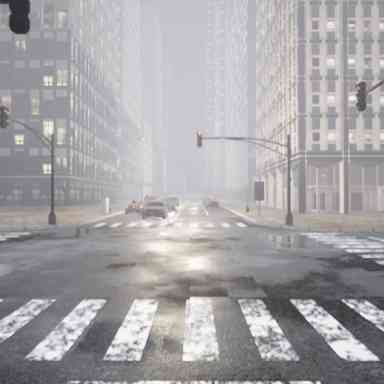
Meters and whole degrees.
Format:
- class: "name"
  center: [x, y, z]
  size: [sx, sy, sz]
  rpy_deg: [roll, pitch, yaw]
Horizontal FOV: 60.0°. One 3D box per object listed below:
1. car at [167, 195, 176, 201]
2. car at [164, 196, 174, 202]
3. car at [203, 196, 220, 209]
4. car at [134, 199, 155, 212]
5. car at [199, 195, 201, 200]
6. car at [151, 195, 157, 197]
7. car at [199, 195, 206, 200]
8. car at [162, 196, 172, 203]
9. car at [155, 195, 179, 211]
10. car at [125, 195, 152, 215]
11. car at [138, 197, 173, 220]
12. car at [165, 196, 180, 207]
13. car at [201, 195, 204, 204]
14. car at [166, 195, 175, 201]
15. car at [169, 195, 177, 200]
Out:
- class: "car"
  center: [-5.452, 1.556, 89.682]
  size: [2.008, 1.369, 4.403]
  rpy_deg: [1, 0, 0]
- class: "car"
  center: [-5.480, 1.554, 78.532]
  size: [2.008, 1.369, 4.403]
  rpy_deg: [1, 0, 0]
- class: "car"
  center: [2.816, 1.583, 45.122]
  size: [1.802, 1.307, 4.206]
  rpy_deg: [1, 0, 0]
- class: "car"
  center: [-5.578, 1.583, 39.506]
  size: [1.802, 1.307, 4.206]
  rpy_deg: [1, 0, 0]
- class: "car"
  center: [2.858, 1.568, 61.855]
  size: [1.947, 1.339, 4.313]
  rpy_deg: [1, 0, 0]
- class: "car"
  center: [-5.559, 1.317, 45.081]
  size: [2.192, 1.841, 5.009]
  rpy_deg: [1, 0, 0]
- class: "car"
  center: [2.942, 1.550, 95.318]
  size: [1.887, 1.381, 4.507]
  rpy_deg: [1, 0, 0]
- class: "car"
  center: [-5.494, 1.548, 72.956]
  size: [1.887, 1.381, 4.507]
  rpy_deg: [1, 0, 0]
- class: "car"
  center: [-2.989, 1.493, 40.681]
  size: [2.128, 1.511, 4.902]
  rpy_deg: [0, 0, 0]
- class: "car"
  center: [-5.589, 1.441, 33.930]
  size: [1.967, 1.590, 4.097]
  rpy_deg: [1, 0, 0]
- class: "car"
  center: [-3.070, 1.478, 28.715]
  size: [1.882, 1.535, 5.008]
  rpy_deg: [0, 0, 2]
- class: "car"
  center: [-2.954, 1.479, 51.327]
  size: [1.882, 1.535, 5.008]
  rpy_deg: [0, 0, 0]
- class: "car"
  center: [2.846, 1.527, 56.448]
  size: [1.752, 1.417, 4.829]
  rpy_deg: [1, 0, 0]
- class: "car"
  center: [-5.466, 1.549, 84.107]
  size: [1.887, 1.381, 4.507]
  rpy_deg: [1, 0, 0]
- class: "car"
  center: [-5.439, 1.571, 95.257]
  size: [1.947, 1.339, 4.313]
  rpy_deg: [1, 0, 0]
